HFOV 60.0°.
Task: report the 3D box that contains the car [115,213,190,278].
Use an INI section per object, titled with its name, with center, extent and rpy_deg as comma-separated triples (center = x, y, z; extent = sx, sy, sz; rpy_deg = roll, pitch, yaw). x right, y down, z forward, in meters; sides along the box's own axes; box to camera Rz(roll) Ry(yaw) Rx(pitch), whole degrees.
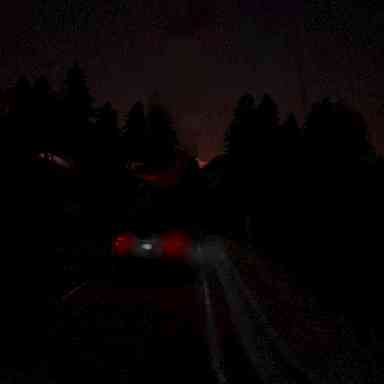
[car]
center = -1.305, 1.836, 12.416
extent = 2.150, 2.045, 5.566
rpy_deg = 2, -3, 1
